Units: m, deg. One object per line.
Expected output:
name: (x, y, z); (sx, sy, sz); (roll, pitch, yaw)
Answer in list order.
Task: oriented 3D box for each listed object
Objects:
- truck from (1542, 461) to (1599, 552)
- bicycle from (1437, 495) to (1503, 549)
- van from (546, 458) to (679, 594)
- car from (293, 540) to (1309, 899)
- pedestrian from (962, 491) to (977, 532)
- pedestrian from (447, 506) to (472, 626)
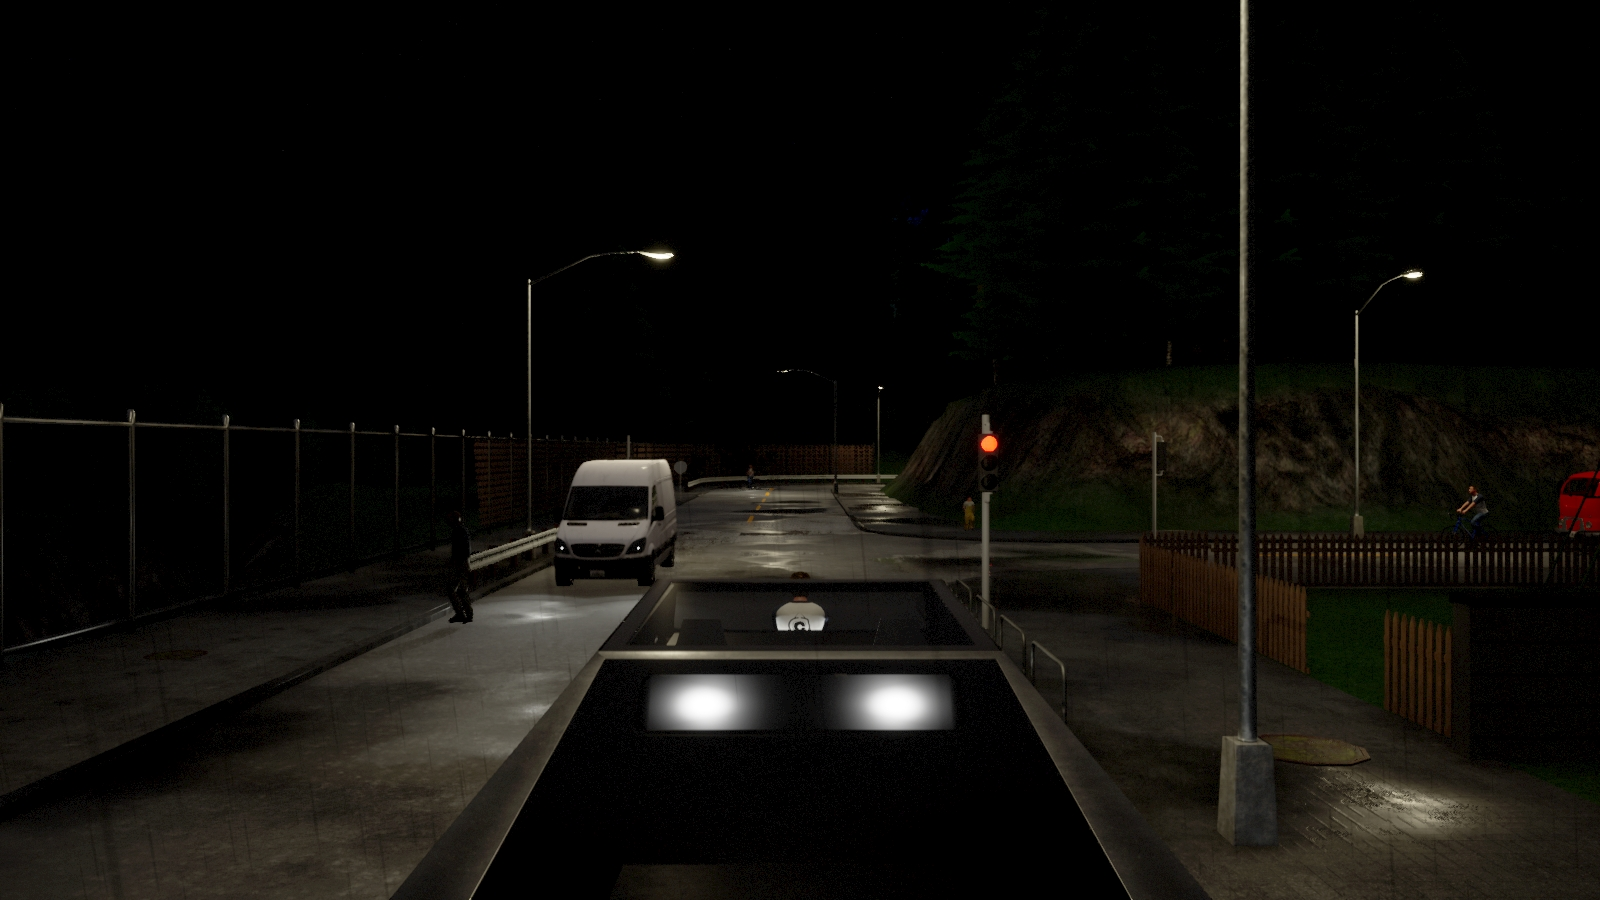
truck: (24.435, 1.556, 32.287); (5.204, 2.467, 2.627); (0, 0, 0)
bicycle: (18.925, 2.043, 32.290); (1.643, 1.496, 0.373); (0, 0, 0)
van: (-3.990, 1.521, 25.407); (1.988, 2.561, 5.915); (0, 1, 0)
car: (0.002, 1.755, 5.826); (2.390, 2.098, 6.274); (0, 0, 0)
pedestrian: (5.536, 2.002, 37.355); (0.375, 1.300, 0.375); (0, 0, -8)
pedestrian: (-5.433, 1.841, 18.227); (0.375, 1.860, 0.375); (0, 0, -17)
